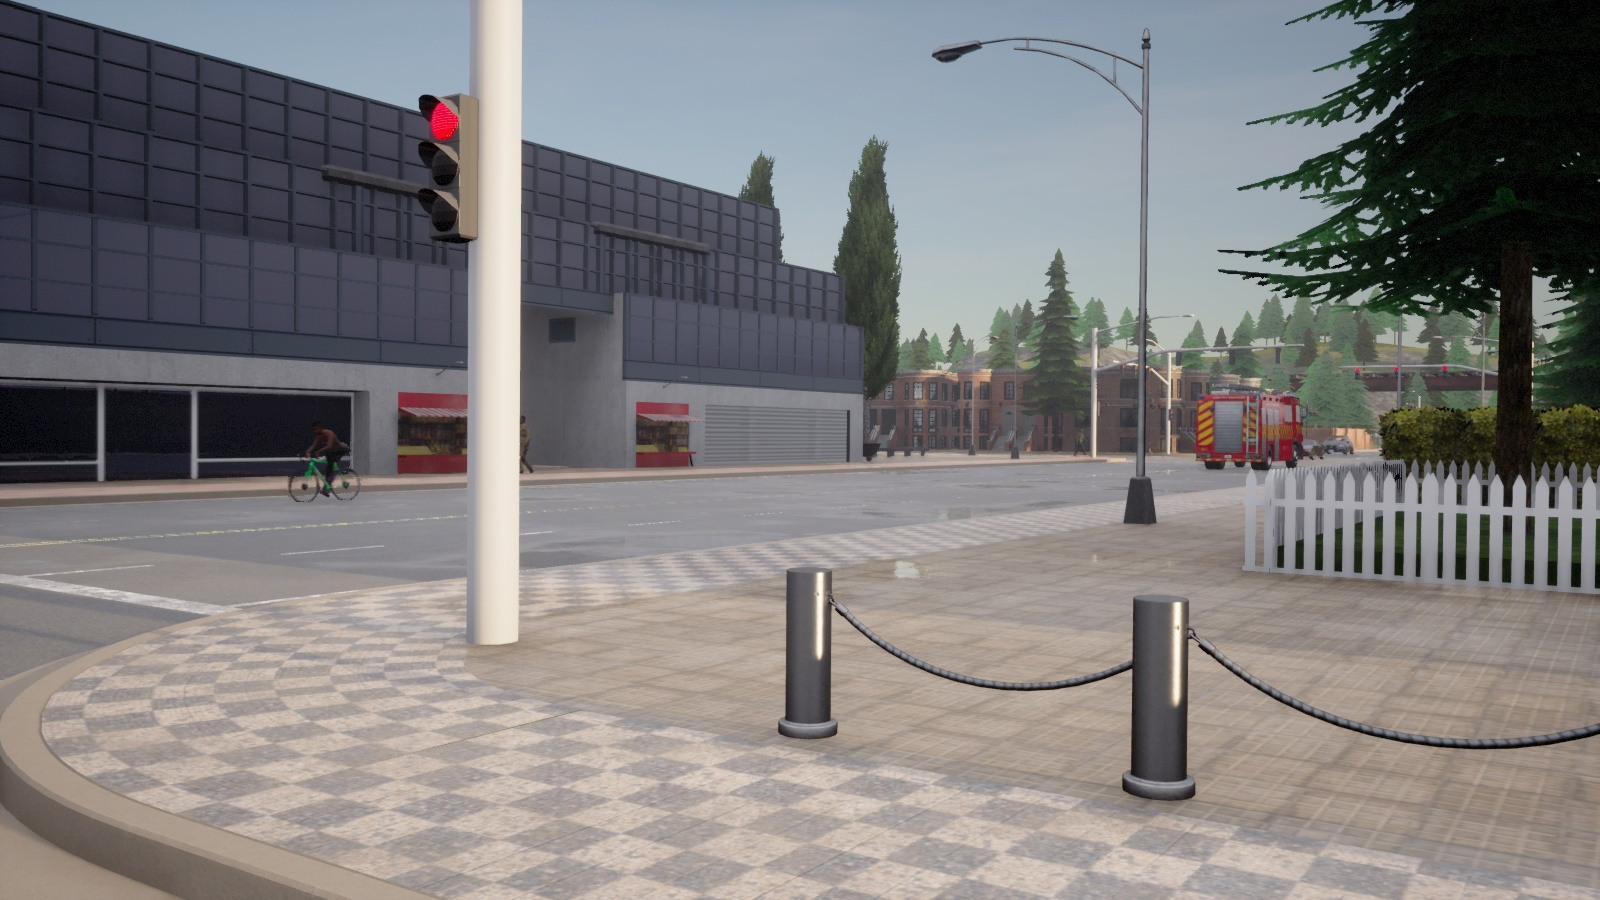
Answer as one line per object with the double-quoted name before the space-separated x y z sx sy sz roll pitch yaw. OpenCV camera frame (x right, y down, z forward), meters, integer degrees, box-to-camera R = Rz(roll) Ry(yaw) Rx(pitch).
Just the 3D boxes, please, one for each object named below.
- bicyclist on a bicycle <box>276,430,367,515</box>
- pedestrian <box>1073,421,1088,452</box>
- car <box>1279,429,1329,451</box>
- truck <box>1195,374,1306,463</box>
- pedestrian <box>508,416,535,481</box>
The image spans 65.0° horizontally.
"bicyclist on a bicycle" -9.570 0.427 25.164 0.582 1.620 1.656 0 1 34
"pedestrian" 17.539 -0.840 78.419 0.788 1.949 0.423 0 1 44
"car" 33.478 -0.661 83.291 2.033 1.411 5.357 0 1 34
"truck" 21.085 -1.422 58.443 2.891 3.827 8.468 0 1 34
"pedestrian" -8.298 -0.047 37.473 0.396 1.930 0.692 0 1 31
